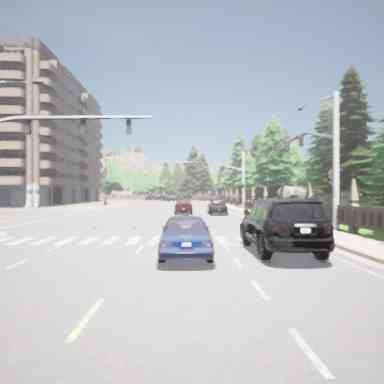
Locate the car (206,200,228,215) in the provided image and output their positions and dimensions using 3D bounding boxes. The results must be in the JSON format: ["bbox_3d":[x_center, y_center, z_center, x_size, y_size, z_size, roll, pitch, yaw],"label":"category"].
[{"bbox_3d":[2.624,1.563,35.055,2.128,1.511,4.902,0,0,-2],"label":"car"}]

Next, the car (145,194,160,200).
[{"bbox_3d":[-11.404,1.434,93.524,2.097,1.767,4.553,0,0,-42],"label":"car"}]

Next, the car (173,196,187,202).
[{"bbox_3d":[-3.145,1.722,87.271,1.812,1.442,4.674,0,0,-28],"label":"car"}]

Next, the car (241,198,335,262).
[{"bbox_3d":[3.268,1.241,12.420,2.150,2.045,5.566,0,0,-1],"label":"car"}]

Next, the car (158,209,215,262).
[{"bbox_3d":[-0.229,1.575,12.155,2.033,1.411,5.357,0,0,-2],"label":"car"}]

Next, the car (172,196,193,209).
[{"bbox_3d":[-0.924,1.564,36.493,1.882,1.535,5.008,0,0,-2],"label":"car"}]

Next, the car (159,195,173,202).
[{"bbox_3d":[-6.028,1.723,85.200,1.812,1.442,4.674,0,0,-28],"label":"car"}]
